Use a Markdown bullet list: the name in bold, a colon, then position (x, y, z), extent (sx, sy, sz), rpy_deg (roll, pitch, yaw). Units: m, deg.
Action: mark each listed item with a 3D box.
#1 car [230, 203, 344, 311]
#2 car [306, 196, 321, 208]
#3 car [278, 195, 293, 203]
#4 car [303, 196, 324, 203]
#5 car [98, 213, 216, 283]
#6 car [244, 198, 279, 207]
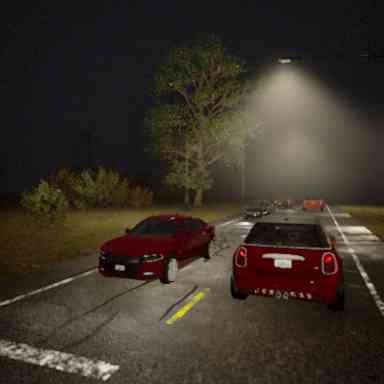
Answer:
- **car**: position (2.416, 1.316, 8.063), extent (2.097, 1.767, 4.553), rpy_deg (0, 0, 21)
- **car**: position (17.025, 1.326, 46.485), extent (1.812, 1.442, 4.674), rpy_deg (0, 0, 21)
- **car**: position (11.694, 1.222, 42.312), extent (2.097, 1.767, 4.553), rpy_deg (0, 0, 21)
- **car**: position (13.610, 1.189, 37.343), extent (2.097, 1.767, 4.553), rpy_deg (0, 0, 21)
- **car**: position (-0.746, 1.434, 9.909), extent (1.882, 1.535, 5.008), rpy_deg (0, 0, 21)
- **car**: position (5.301, 1.391, 25.766), extent (1.837, 1.490, 4.892), rpy_deg (0, 0, 21)
